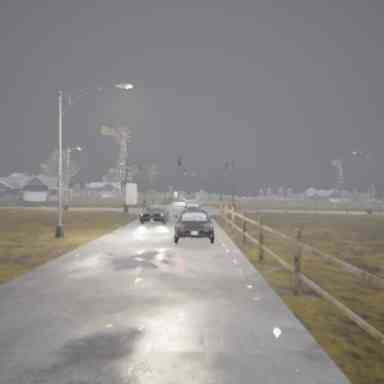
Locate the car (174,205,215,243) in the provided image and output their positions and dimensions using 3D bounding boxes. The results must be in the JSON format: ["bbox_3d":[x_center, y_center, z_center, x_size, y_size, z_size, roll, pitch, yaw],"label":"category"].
[{"bbox_3d":[0.100,1.569,16.264,1.812,1.442,4.674,0,0,0],"label":"car"}]

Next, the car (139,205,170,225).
[{"bbox_3d":[-2.786,1.688,25.373,1.895,1.301,4.718,0,0,1],"label":"car"}]

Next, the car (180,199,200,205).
[{"bbox_3d":[0.038,1.638,30.624,1.812,1.442,4.674,0,0,-1],"label":"car"}]

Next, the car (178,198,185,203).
[{"bbox_3d":[-2.763,2.171,88.246,1.895,1.301,4.718,0,-1,0],"label":"car"}]
